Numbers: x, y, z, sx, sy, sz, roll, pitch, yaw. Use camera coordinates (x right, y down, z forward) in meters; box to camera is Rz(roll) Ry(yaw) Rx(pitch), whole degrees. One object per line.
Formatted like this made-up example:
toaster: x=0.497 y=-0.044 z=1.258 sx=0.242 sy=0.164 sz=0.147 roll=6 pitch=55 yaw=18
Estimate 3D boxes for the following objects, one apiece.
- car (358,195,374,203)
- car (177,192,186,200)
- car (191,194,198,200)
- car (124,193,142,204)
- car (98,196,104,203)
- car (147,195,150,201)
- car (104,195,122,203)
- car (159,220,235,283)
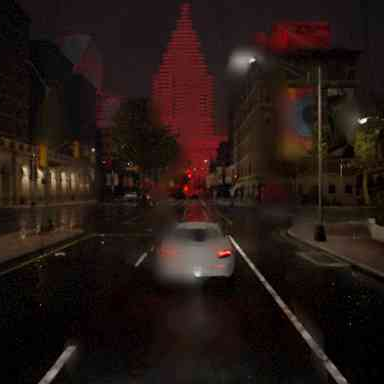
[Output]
car: x=34.931 y=1.357 z=69.272 sx=2.231 sy=1.521 sz=4.892 roll=0 pitch=0 yaw=0
car: x=-2.883 y=1.047 z=87.789 sx=2.150 sy=2.045 sz=5.566 roll=0 pitch=0 yaw=0
car: x=0.616 y=1.323 z=87.735 sx=1.837 sy=1.490 sz=4.892 roll=0 pitch=0 yaw=0
car: x=-11.079 y=1.422 z=63.032 sx=2.033 sy=1.411 sz=5.357 roll=0 pitch=0 yaw=1
car: x=-17.772 y=1.457 z=68.251 sx=1.895 sy=1.301 sz=4.718 roll=0 pitch=0 yaw=0
car: x=-10.950 y=1.322 z=78.465 sx=1.882 sy=1.535 sz=5.008 roll=0 pitch=0 yaw=0
car: x=-14.582 y=1.377 z=63.003 sx=1.837 sy=1.490 sz=4.892 roll=0 pitch=0 yaw=1
car: x=0.140 y=1.507 z=9.456 sx=1.812 sy=1.442 sz=4.674 roll=0 pitch=0 yaw=1
